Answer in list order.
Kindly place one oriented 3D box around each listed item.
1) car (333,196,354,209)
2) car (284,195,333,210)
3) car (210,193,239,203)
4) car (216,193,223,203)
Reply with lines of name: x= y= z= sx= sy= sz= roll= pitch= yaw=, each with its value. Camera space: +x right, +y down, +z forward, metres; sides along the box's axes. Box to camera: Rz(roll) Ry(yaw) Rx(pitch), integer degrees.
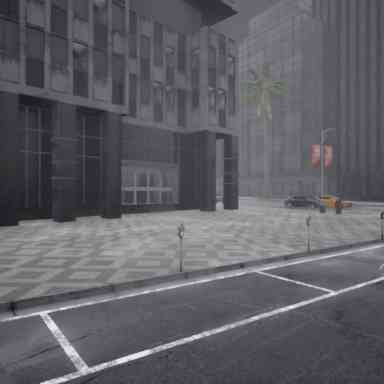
car: x=15.605 y=1.115 z=37.465 sx=1.882 sy=1.535 sz=5.008 roll=0 pitch=1 yaw=-35
car: x=12.367 y=1.120 z=36.414 sx=1.837 sy=1.490 sz=4.892 roll=0 pitch=0 yaw=-35
car: x=5.110 y=0.926 z=52.270 sx=1.895 sy=1.301 sz=4.718 roll=0 pitch=1 yaw=-35
car: x=3.287 y=0.848 z=49.222 sx=1.837 sy=1.490 sz=4.892 roll=0 pitch=1 yaw=-35
